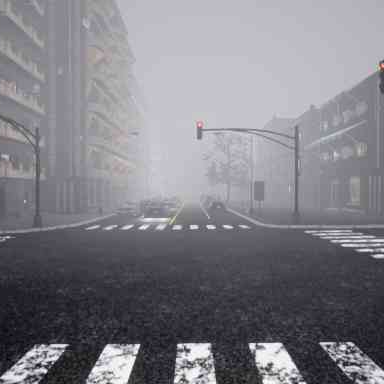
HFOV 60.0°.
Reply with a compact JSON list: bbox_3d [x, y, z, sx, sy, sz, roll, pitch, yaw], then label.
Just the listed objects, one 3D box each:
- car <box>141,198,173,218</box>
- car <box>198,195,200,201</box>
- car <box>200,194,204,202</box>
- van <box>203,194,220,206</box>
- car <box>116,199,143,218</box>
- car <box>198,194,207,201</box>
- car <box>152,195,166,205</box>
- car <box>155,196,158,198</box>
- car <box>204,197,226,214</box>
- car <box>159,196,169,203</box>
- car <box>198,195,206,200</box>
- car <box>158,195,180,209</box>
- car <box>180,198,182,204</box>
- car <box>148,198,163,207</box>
[{"bbox_3d":[-3.109,1.554,30.220,1.994,1.385,4.181,0,0,0],"label":"car"},{"bbox_3d":[2.663,1.280,74.451,2.192,1.841,5.009,0,0,0],"label":"car"},{"bbox_3d":[2.671,1.420,52.318,1.967,1.590,4.097,0,0,0],"label":"car"},{"bbox_3d":[2.673,1.327,41.250,1.690,1.788,3.998,0,0,0],"label":"van"},{"bbox_3d":[-5.703,1.542,30.188,2.008,1.369,4.403,0,0,0],"label":"car"},{"bbox_3d":[2.661,1.396,85.518,1.967,1.590,4.097,0,0,0],"label":"car"},{"bbox_3d":[-5.712,1.417,57.856,1.967,1.590,4.097,0,0,0],"label":"car"},{"bbox_3d":[-5.705,1.531,41.255,1.887,1.381,4.507,0,0,0],"label":"car"},{"bbox_3d":[2.677,1.555,35.717,1.947,1.339,4.313,0,0,0],"label":"car"},{"bbox_3d":[-5.713,1.551,68.923,1.802,1.307,4.206,0,0,0],"label":"car"},{"bbox_3d":[2.661,1.495,91.052,1.887,1.381,4.507,0,0,0],"label":"car"},{"bbox_3d":[-3.112,1.531,46.155,2.033,1.411,5.357,0,0,0],"label":"car"},{"bbox_3d":[-3.020,1.527,63.288,1.812,1.442,4.674,0,0,0],"label":"car"},{"bbox_3d":[-5.709,1.562,52.323,1.802,1.307,4.206,0,0,0],"label":"car"}]
